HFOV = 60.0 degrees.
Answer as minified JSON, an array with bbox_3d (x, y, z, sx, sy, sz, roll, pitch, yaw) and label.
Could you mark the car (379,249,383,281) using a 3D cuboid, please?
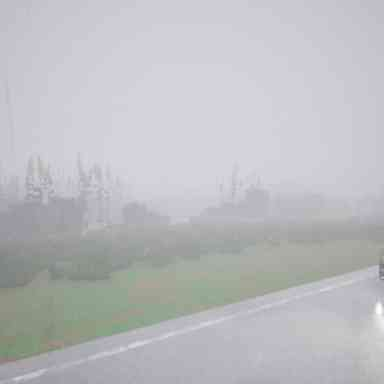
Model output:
[{"bbox_3d":[6.543,1.473,8.284,4.902,1.511,2.128,0,0,-35],"label":"car"}]
